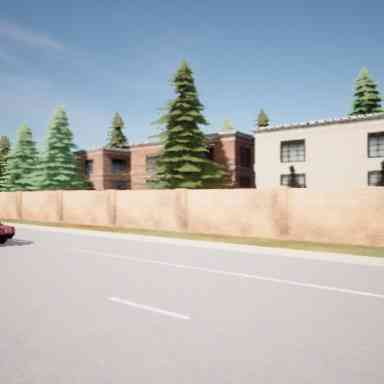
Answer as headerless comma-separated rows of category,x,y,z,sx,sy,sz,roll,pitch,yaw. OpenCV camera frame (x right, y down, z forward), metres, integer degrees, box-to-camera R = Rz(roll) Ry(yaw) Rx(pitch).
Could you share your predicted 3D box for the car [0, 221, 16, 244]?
car,-10.306,1.752,15.491,4.718,1.301,1.895,0,-1,35
